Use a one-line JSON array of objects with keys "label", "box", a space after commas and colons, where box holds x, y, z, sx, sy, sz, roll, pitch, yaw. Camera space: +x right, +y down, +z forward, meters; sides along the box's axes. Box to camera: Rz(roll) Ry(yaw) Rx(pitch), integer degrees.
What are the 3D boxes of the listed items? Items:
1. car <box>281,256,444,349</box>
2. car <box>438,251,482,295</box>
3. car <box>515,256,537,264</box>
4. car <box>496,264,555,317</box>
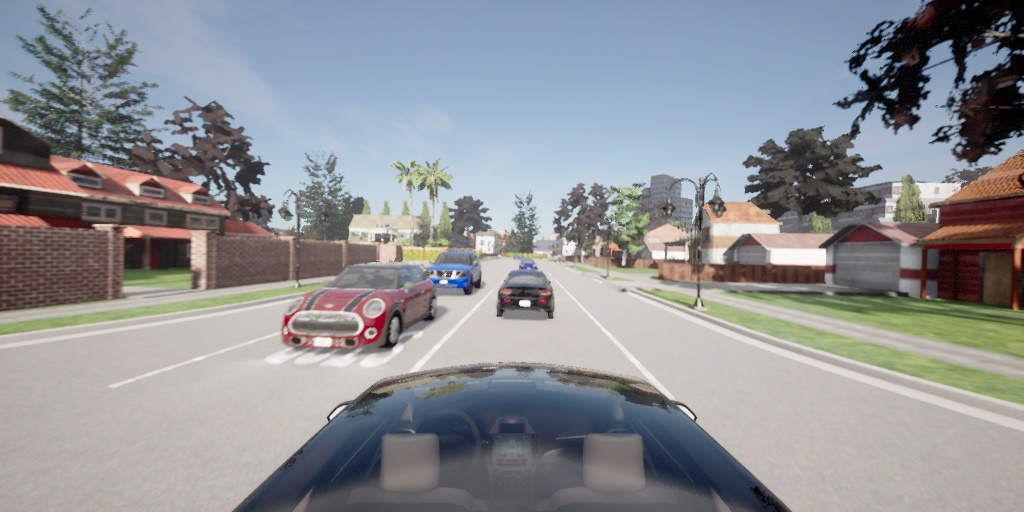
[{"label": "car", "box": [-3.339, 0.966, 8.796, 2.097, 1.767, 4.553, 1, 0, 3]}, {"label": "car", "box": [-2.860, 0.764, 18.472, 2.150, 2.045, 5.566, 1, 0, 2]}, {"label": "car", "box": [1.557, 1.016, 36.215, 1.812, 1.442, 4.674, 1, 0, 0]}, {"label": "car", "box": [0.505, 1.190, 12.663, 1.812, 1.442, 4.674, 1, 0, 3]}]
